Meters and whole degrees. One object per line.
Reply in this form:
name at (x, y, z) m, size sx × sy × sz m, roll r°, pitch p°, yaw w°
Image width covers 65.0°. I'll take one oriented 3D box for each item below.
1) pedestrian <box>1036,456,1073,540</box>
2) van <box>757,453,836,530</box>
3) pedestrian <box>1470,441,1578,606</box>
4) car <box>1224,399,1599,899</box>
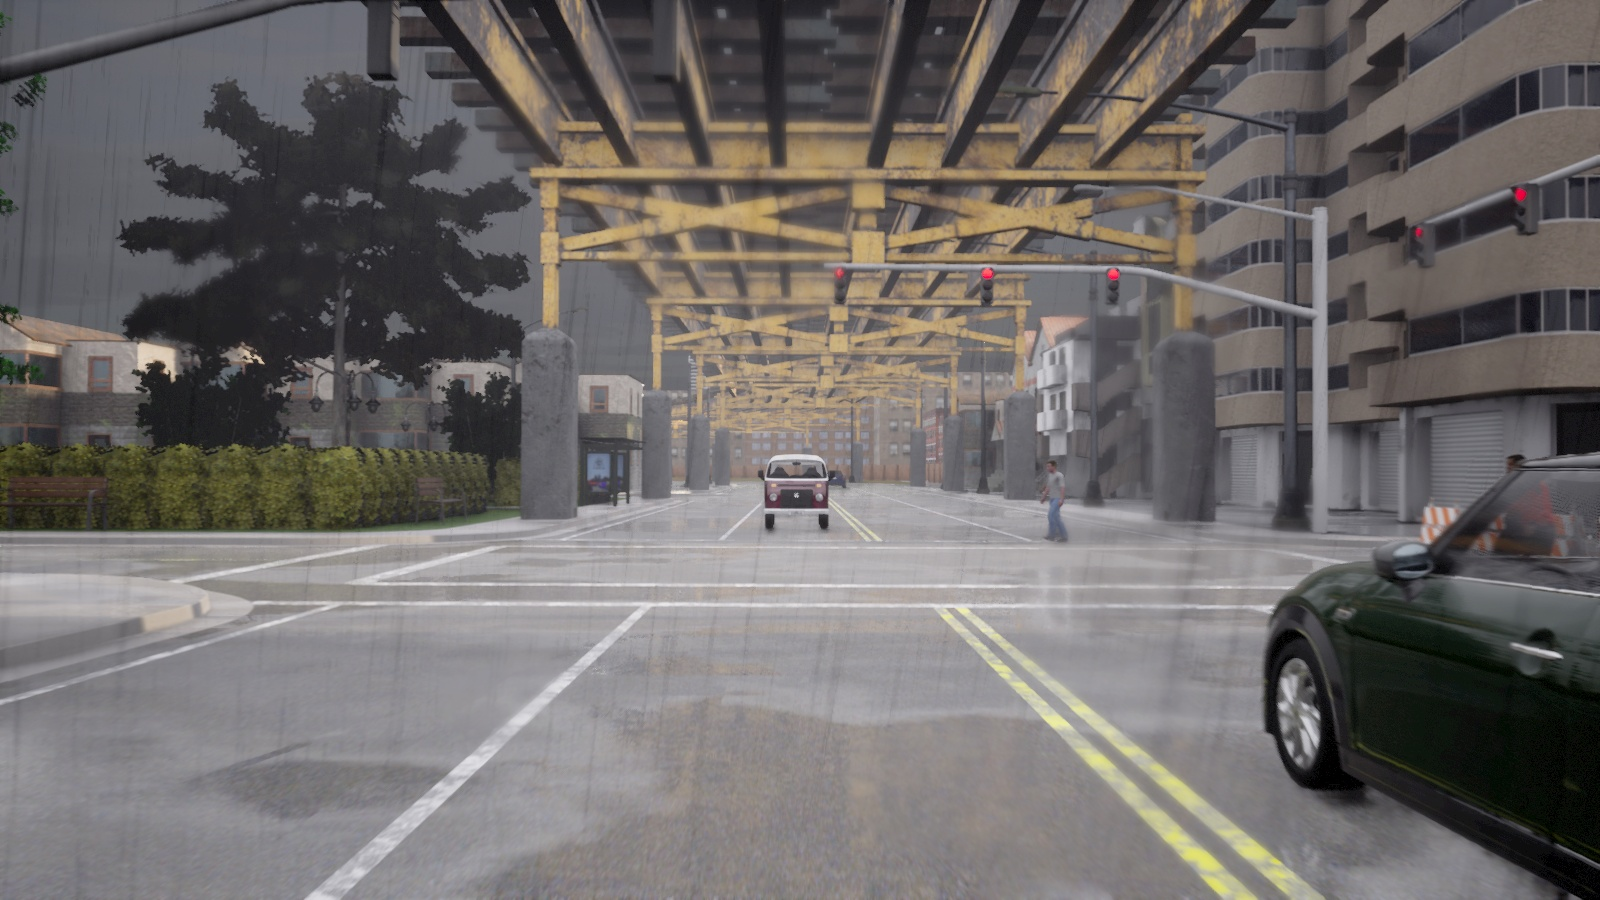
pedestrian at (5.616, 1.057, 27.725) m, size 0.706 × 1.836 × 0.354 m, roll 0°, pitch -1°, yaw -15°
van at (-0.089, 1.129, 35.279) m, size 2.069 × 2.038 × 4.480 m, roll 0°, pitch -1°, yaw 0°
pedestrian at (8.315, 0.827, 14.454) m, size 0.899 × 1.844 × 0.634 m, roll 0°, pitch -1°, yaw 10°
car at (3.486, 0.741, 4.898) m, size 2.097 × 1.767 × 4.553 m, roll 0°, pitch -1°, yaw 0°
